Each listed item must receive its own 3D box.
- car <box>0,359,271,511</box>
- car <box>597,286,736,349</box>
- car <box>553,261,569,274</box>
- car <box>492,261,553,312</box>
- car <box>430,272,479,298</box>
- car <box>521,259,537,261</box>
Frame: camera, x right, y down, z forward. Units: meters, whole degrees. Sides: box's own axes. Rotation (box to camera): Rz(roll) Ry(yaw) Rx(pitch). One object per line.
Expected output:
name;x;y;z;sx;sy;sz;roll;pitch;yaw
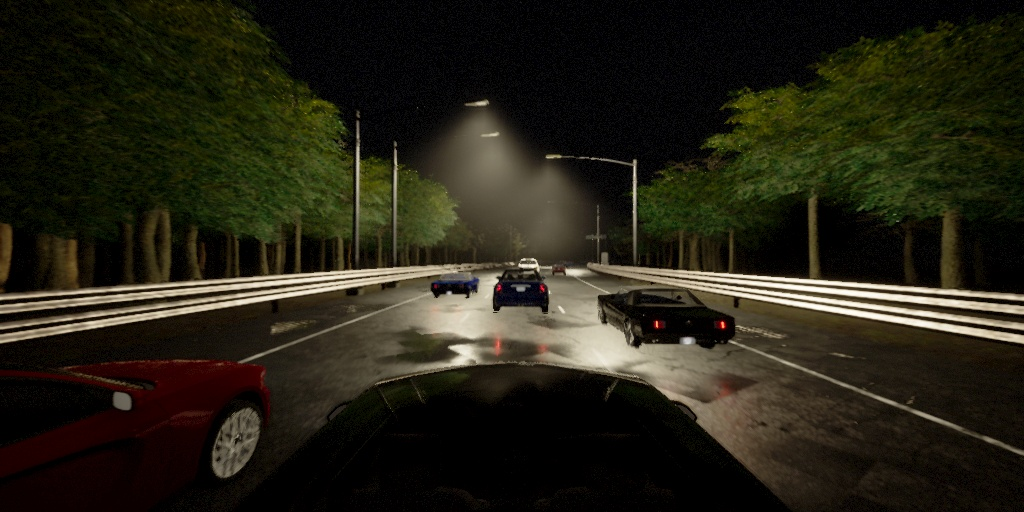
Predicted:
car;-3.367;1.223;1.591;1.882;1.535;5.008;0;-1;0
car;3.590;1.434;9.433;1.895;1.301;4.718;0;-1;1
car;6.462;1.785;49.544;2.033;1.411;5.357;0;-1;7
car;0.382;1.239;15.053;2.097;1.767;4.553;0;-1;2
car;-2.951;1.531;19.648;1.895;1.301;4.718;0;-1;3
car;1.807;1.341;37.836;2.150;2.045;5.566;0;-1;5
